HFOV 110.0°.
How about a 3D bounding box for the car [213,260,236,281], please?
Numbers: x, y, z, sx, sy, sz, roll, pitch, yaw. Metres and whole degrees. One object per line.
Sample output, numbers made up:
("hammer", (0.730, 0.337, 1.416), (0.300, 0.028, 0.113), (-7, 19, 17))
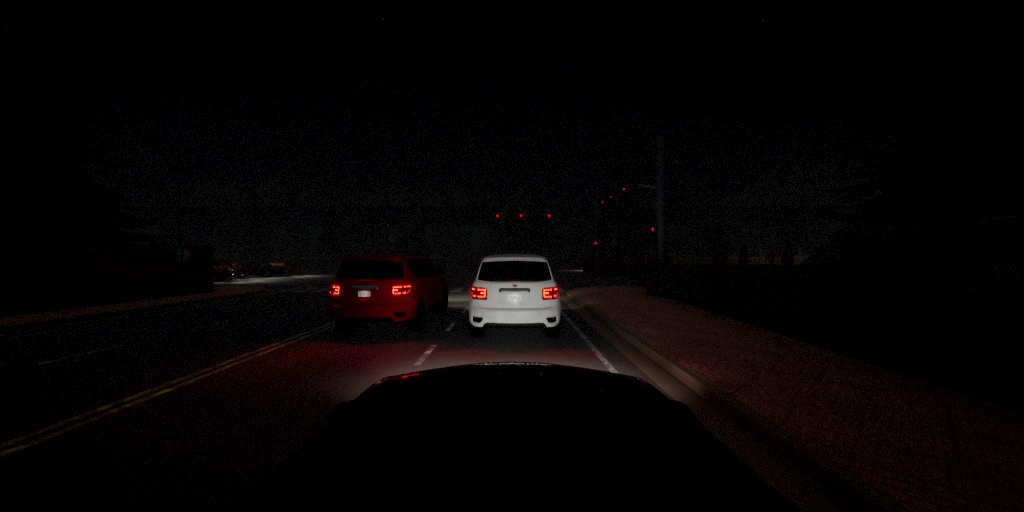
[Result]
("car", (-25.077, 1.228, 28.119), (5.008, 1.535, 1.882), (0, 0, 0))

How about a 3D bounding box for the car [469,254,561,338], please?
("car", (0.079, 0.971, 10.322), (2.150, 2.045, 5.566), (0, 0, 1))

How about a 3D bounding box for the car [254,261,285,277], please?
("car", (-24.955, 1.228, 35.119), (5.008, 1.535, 1.882), (0, 0, 0))

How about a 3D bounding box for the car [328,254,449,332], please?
("car", (-3.420, 0.971, 11.003), (2.150, 2.045, 5.566), (0, 0, 0))

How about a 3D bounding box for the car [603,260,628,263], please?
("car", (13.585, 1.255, 49.060), (4.892, 1.490, 1.837), (0, 0, 0))

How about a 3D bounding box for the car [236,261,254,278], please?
("car", (-26.017, 1.102, 31.628), (4.553, 1.767, 2.097), (0, 0, 0))

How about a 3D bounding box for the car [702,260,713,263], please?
("car", (27.219, 1.297, 48.980), (5.357, 1.411, 2.033), (0, 0, 0))
